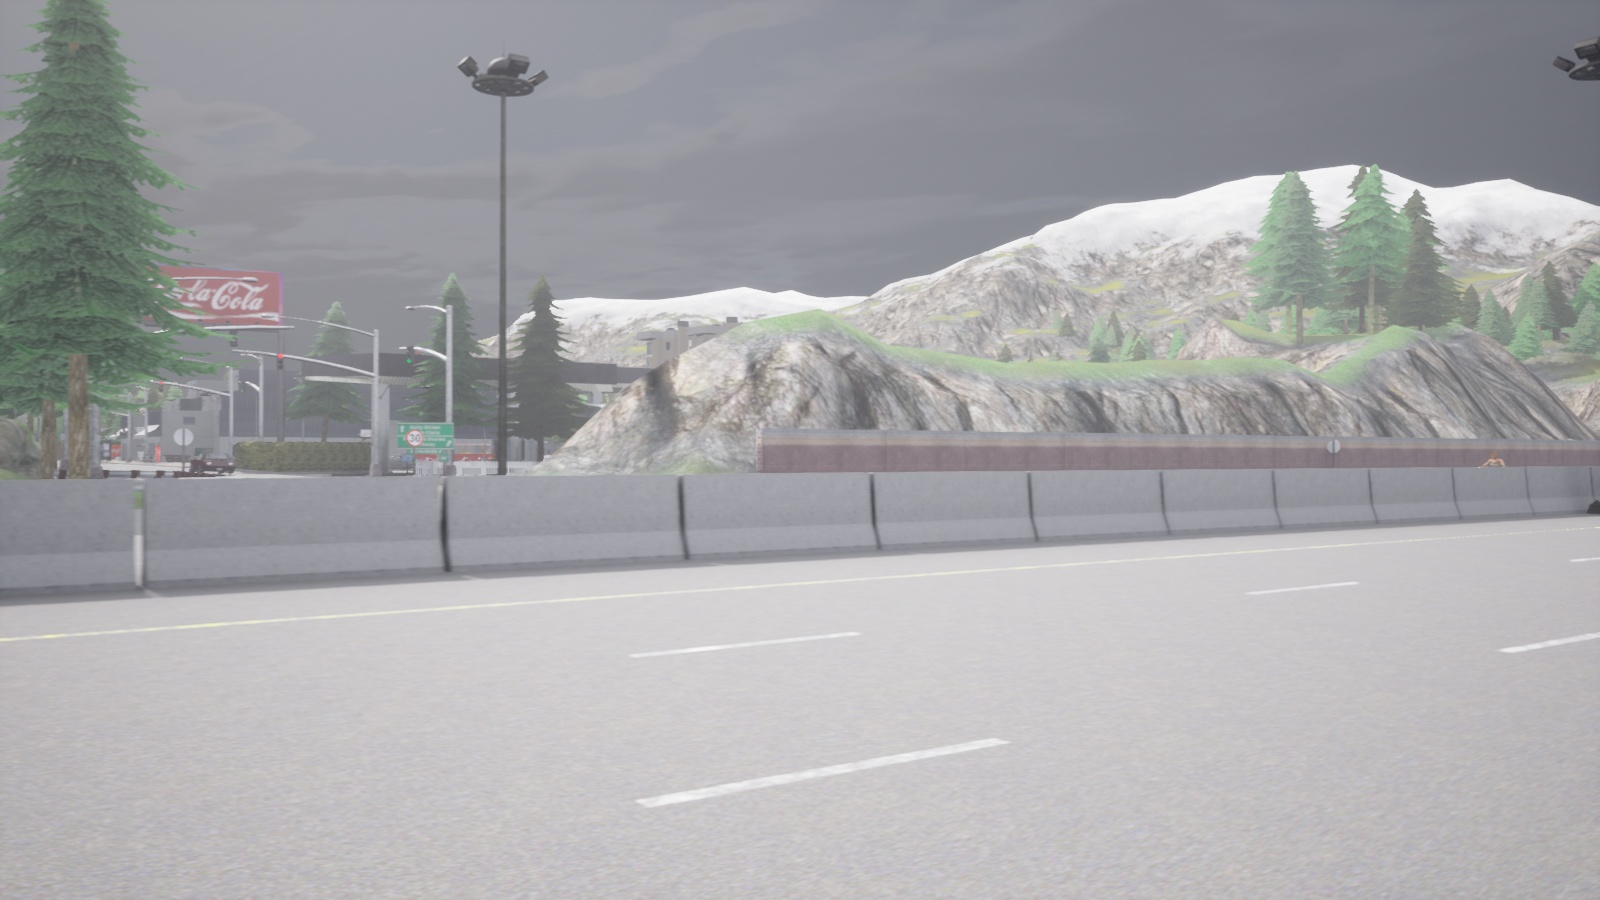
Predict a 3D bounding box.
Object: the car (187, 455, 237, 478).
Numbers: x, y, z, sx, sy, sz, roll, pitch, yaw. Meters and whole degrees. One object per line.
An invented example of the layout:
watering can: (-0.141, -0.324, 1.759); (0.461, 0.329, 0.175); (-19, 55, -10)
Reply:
car: (-35.343, 0.993, 75.460); (1.895, 1.301, 4.718); (2, -1, -35)

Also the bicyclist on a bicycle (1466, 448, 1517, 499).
bicyclist on a bicycle: (22.292, 0.733, 40.500); (1.509, 1.612, 0.866); (0, 0, -35)
